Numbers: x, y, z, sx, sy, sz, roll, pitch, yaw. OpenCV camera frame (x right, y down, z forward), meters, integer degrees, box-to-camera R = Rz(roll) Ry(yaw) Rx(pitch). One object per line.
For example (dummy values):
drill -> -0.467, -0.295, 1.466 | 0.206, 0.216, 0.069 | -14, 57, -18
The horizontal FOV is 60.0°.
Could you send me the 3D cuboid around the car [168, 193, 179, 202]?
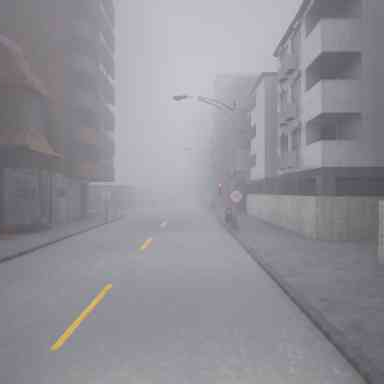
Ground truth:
car -> -4.043, 1.437, 74.527 | 2.150, 2.045, 5.566 | 0, 0, 0
